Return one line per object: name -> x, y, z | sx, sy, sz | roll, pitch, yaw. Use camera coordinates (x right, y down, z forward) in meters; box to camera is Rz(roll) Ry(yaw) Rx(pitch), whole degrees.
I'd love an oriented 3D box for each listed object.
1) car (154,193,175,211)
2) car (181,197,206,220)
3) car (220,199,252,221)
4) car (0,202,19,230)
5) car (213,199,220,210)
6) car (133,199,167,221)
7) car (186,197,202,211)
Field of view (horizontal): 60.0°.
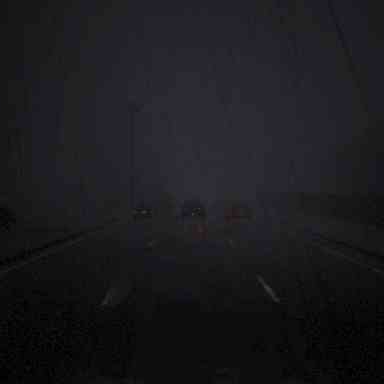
car -> -3.300, 1.162, 39.560 | 2.150, 2.045, 5.566 | 0, 0, 1
car -> 0.098, 1.450, 27.194 | 2.128, 1.511, 4.902 | 0, 0, 1
car -> 3.597, 1.435, 27.060 | 1.882, 1.535, 5.008 | 0, 0, 1
car -> -11.478, 1.480, 18.130 | 1.837, 1.490, 4.892 | 0, 0, 1
car -> 3.726, 1.501, 40.853 | 1.994, 1.385, 4.181 | 0, 0, 1
car -> -3.415, 1.506, 26.348 | 2.033, 1.411, 5.357 | 0, 0, 0
car -> 0.226, 1.441, 40.980 | 1.837, 1.490, 4.892 | 0, 0, 1
